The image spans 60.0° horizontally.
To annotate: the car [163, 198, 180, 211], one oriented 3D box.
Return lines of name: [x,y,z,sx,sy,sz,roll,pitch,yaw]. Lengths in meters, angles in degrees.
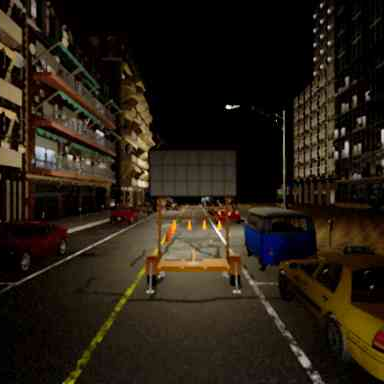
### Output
car: [-2.813,2.054,49.422,2.033,1.411,5.357,0,-1,1]

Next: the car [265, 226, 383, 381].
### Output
car: [2.714,1.578,5.713,1.752,1.417,4.829,0,-1,0]

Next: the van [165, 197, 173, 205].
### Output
van: [-5.359,2.160,77.423,1.690,1.788,3.998,0,-1,0]

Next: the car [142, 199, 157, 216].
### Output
car: [-5.525,1.921,38.568,1.752,1.417,4.829,0,-1,0]

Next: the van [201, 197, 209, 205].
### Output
van: [3.021,2.150,77.387,1.690,1.788,3.998,0,-1,0]

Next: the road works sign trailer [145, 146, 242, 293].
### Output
road works sign trailer: [0.041,0.553,9.088,2.380,3.560,2.880,0,-1,0]

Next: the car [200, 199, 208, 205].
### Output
car: [3.047,2.399,83.080,1.752,1.417,4.829,0,-1,0]

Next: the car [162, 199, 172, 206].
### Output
car: [-5.381,2.301,71.894,1.887,1.381,4.507,0,-1,0]

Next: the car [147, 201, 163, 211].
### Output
car: [-5.476,2.064,49.789,2.008,1.369,4.403,0,-1,0]

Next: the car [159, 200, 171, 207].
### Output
car: [-5.404,2.260,66.368,1.947,1.339,4.313,0,-1,0]

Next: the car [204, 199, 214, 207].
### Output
car: [2.880,2.027,44.226,1.802,1.307,4.206,0,-1,0]

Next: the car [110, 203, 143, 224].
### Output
car: [-5.572,1.827,27.684,1.887,1.381,4.507,0,-1,0]

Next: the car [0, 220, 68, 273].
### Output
car: [-5.643,1.660,11.104,1.887,1.381,4.507,0,-1,0]

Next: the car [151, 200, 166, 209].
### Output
car: [-5.452,2.124,55.316,2.008,1.369,4.403,0,-1,0]

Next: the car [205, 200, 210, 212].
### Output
car: [2.856,1.969,38.700,1.802,1.307,4.206,0,-1,0]

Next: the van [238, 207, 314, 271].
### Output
van: [2.735,1.446,11.070,1.690,1.788,3.998,0,-1,0]

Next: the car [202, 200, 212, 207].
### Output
car: [2.976,2.250,66.332,1.947,1.339,4.313,0,-1,0]

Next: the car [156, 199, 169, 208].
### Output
car: [-5.429,2.073,60.842,1.967,1.590,4.097,0,-1,0]

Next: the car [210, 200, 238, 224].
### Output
car: [2.807,1.712,27.648,1.967,1.590,4.097,0,-1,0]

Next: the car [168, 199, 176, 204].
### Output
car: [-5.309,2.528,88.472,1.802,1.307,4.206,0,-1,0]

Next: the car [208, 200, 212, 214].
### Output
car: [2.833,1.856,33.344,1.752,1.417,4.829,0,-1,0]

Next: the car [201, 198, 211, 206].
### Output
car: [2.998,2.186,71.859,1.967,1.590,4.097,0,-1,0]

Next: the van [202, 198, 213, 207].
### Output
van: [2.926,1.904,55.281,1.690,1.788,3.998,0,-1,0]

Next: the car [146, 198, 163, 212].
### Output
car: [-5.502,1.770,44.265,2.192,1.841,5.009,0,-1,0]

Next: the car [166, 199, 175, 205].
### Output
car: [-5.333,2.464,82.946,1.802,1.307,4.206,0,-1,0]
